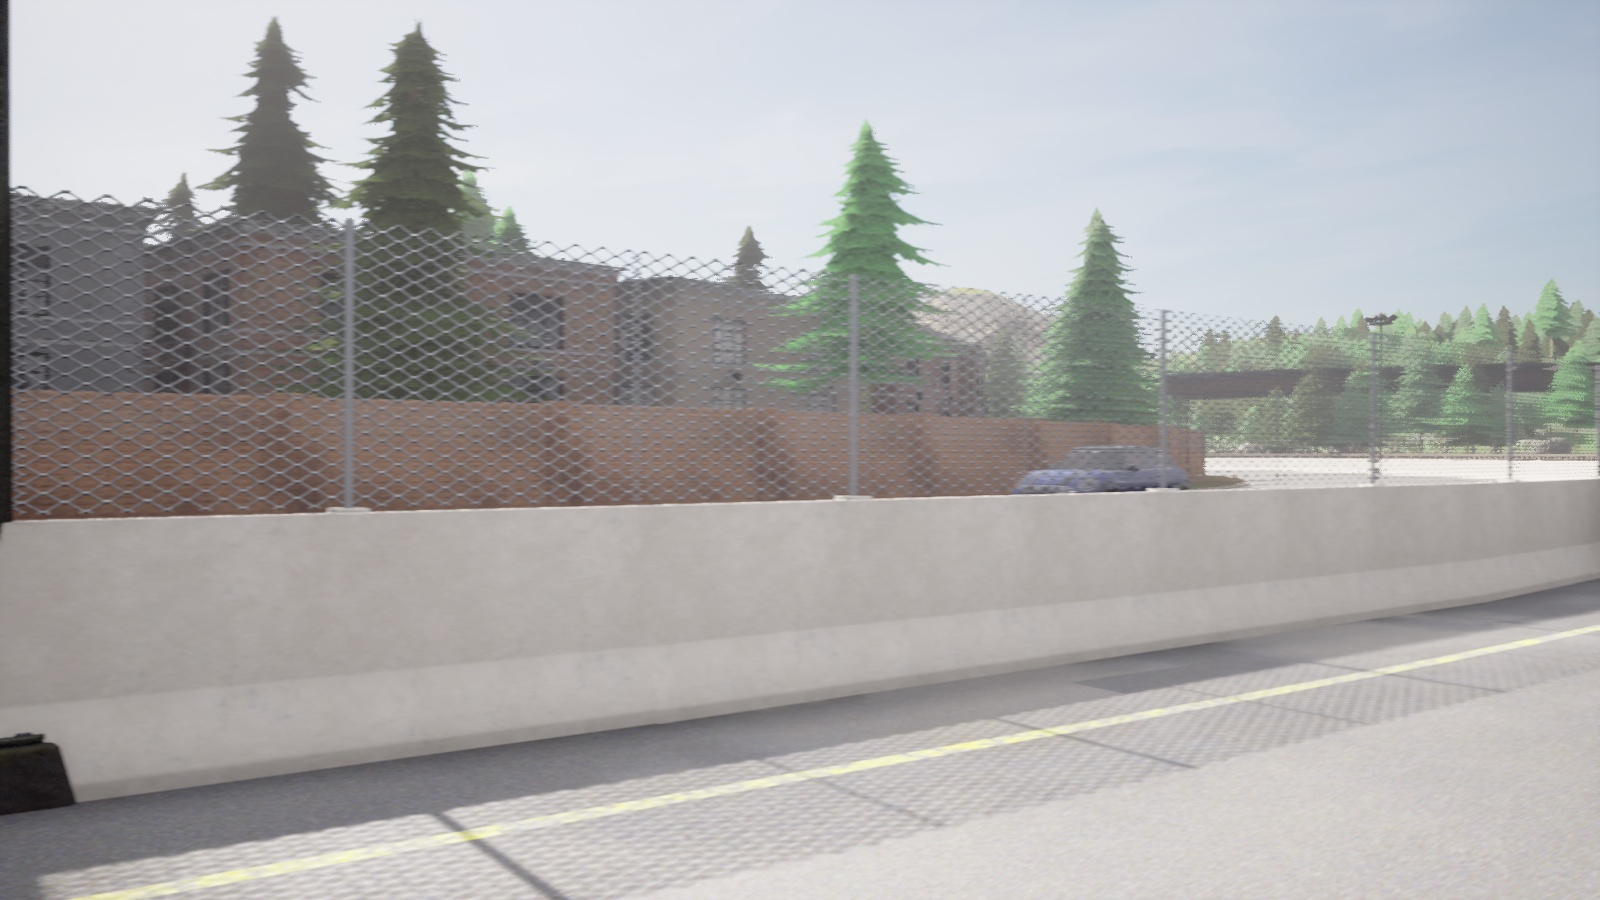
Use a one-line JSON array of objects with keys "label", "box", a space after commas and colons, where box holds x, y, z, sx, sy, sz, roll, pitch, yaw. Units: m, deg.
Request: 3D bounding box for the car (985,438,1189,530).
[{"label": "car", "box": [6.139, 0.657, 26.582, 2.097, 1.767, 4.553, 0, 0, 45]}]
